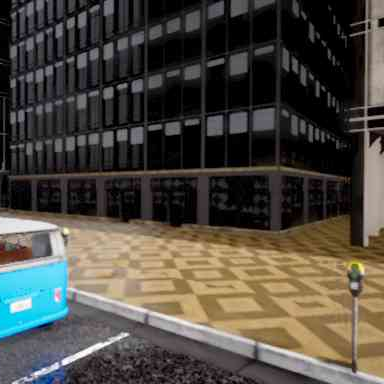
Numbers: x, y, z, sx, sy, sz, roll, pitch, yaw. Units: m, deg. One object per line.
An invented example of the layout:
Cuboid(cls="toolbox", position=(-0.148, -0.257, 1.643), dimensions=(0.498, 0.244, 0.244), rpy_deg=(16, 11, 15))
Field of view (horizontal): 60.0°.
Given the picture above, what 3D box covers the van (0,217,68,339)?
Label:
Cuboid(cls="van", position=(-3.825, 1.294, 5.604), dimensions=(3.998, 1.788, 1.690), rpy_deg=(1, 0, 36))
